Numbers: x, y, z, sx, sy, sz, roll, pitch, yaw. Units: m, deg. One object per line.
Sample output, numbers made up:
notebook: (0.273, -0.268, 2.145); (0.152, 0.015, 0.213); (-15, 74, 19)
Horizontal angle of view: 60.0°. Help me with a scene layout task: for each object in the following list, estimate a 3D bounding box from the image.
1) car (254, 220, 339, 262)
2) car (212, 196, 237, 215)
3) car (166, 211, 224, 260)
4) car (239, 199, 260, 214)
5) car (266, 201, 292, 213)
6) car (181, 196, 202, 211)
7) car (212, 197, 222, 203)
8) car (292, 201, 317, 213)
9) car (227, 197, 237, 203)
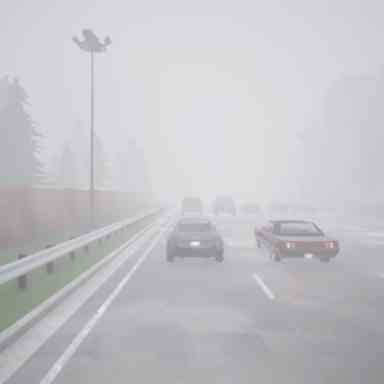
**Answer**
car: (3.599, 1.690, 12.452); (1.895, 1.301, 4.718); (0, 0, 0)
car: (3.479, 1.484, 36.909); (2.150, 2.045, 5.566); (0, 0, 0)
car: (0.097, 1.655, 12.770); (1.994, 1.385, 4.181); (0, 0, 0)
car: (6.959, 1.849, 40.341); (1.994, 1.385, 4.181); (0, 0, 0)
car: (10.454, 1.815, 41.087); (1.812, 1.442, 4.674); (0, 0, 0)
car: (-0.021, 1.485, 37.008); (2.150, 2.045, 5.566); (0, 0, 0)
car: (6.592, 2.141, 87.202); (2.128, 1.511, 4.902); (0, 0, 0)
car: (13.897, 1.842, 41.652); (2.033, 1.411, 5.357); (0, 0, 0)
car: (10.109, 2.073, 84.297); (1.882, 1.535, 5.008); (0, 0, 0)
